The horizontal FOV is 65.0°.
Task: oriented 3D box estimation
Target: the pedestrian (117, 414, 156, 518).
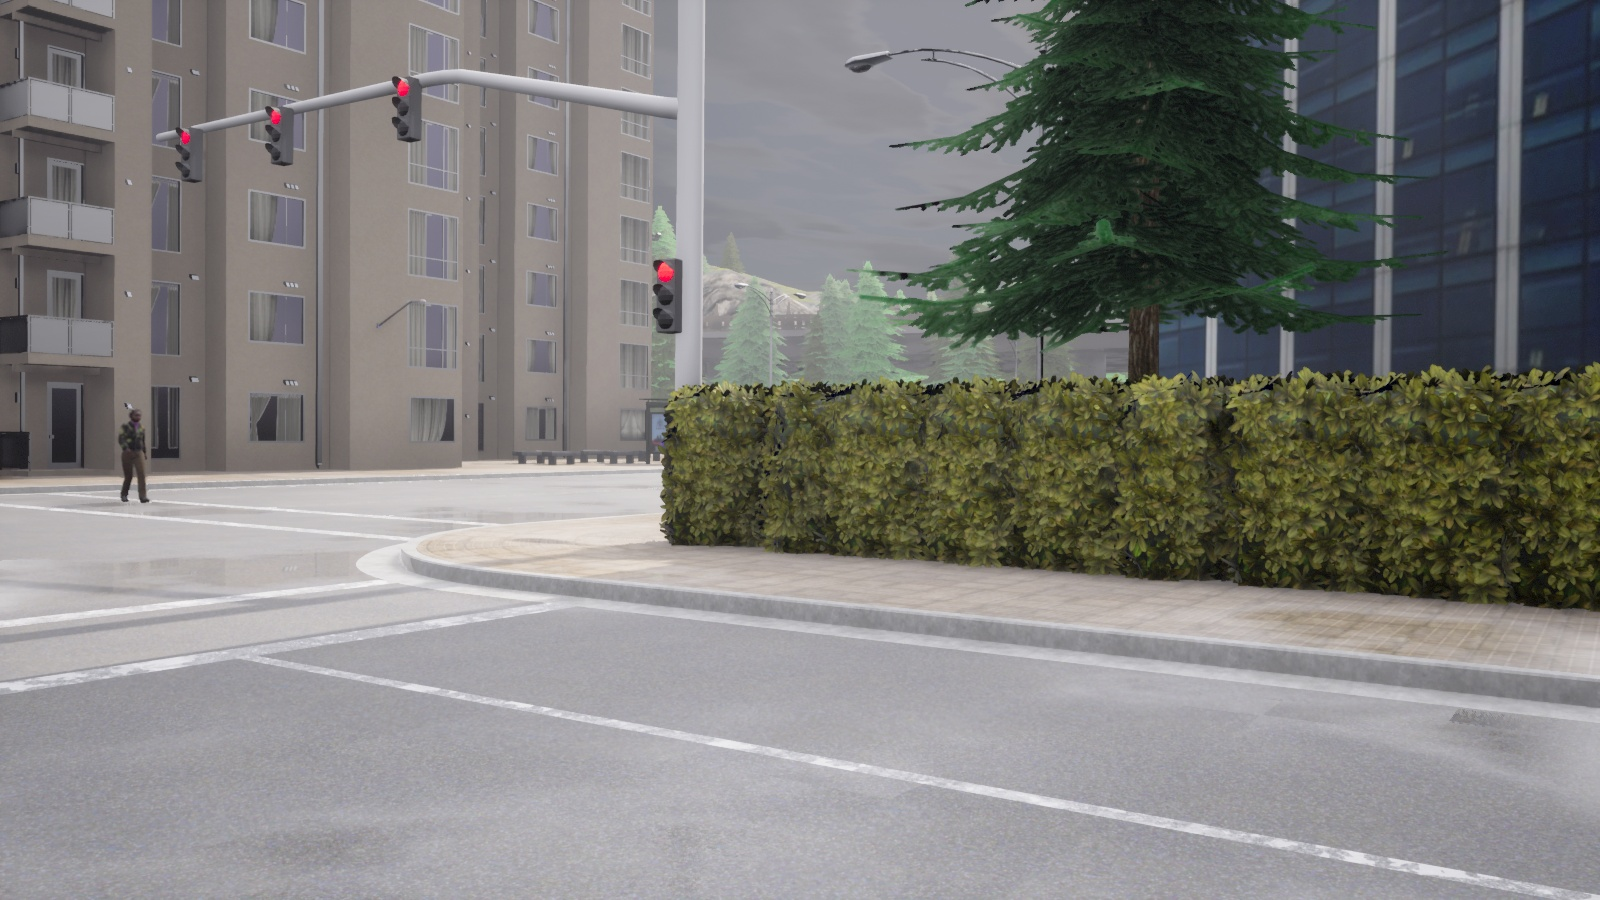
[{"bbox_3d":[-12.507,0.290,23.677,0.692,1.930,0.395,0,1,41],"label":"pedestrian"}]
